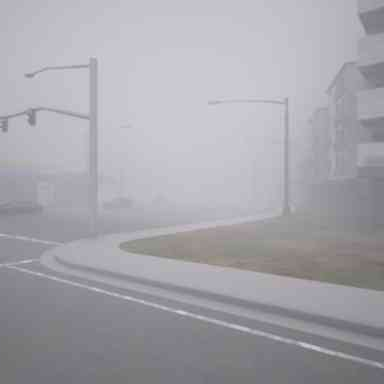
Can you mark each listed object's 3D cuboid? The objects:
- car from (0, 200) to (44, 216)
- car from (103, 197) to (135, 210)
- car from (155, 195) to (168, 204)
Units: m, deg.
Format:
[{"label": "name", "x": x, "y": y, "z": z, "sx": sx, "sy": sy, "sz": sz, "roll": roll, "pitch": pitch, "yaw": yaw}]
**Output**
[{"label": "car", "x": -16.280, "y": 1.492, "z": 31.336, "sx": 1.994, "sy": 1.385, "sz": 4.181, "roll": 0, "pitch": 0, "yaw": 36}, {"label": "car", "x": -9.221, "y": 1.403, "z": 42.246, "sx": 1.882, "sy": 1.535, "sz": 5.008, "roll": 0, "pitch": 1, "yaw": 24}, {"label": "car", "x": -5.231, "y": 1.219, "z": 58.120, "sx": 1.837, "sy": 1.490, "sz": 4.892, "roll": 0, "pitch": 0, "yaw": 1}]
